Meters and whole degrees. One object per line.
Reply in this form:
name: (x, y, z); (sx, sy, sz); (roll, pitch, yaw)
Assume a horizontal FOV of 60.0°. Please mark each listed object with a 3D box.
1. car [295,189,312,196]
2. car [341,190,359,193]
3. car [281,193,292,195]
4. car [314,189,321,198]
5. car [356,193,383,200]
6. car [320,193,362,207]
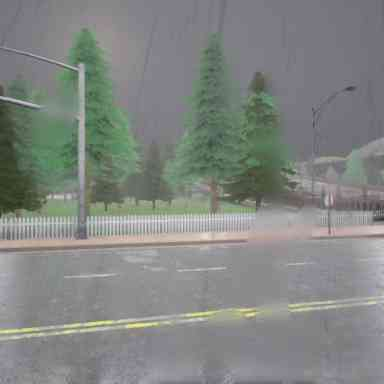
car: (19.148, 0.181, 60.892); (1.882, 1.535, 5.008); (0, 6, -15)
car: (29.609, 0.267, 63.055); (2.128, 1.511, 4.902); (0, 6, -15)
car: (15.830, 0.253, 59.751); (1.812, 1.442, 4.674); (0, 6, -15)
car: (22.468, 0.198, 62.103); (1.812, 1.442, 4.674); (0, 6, -15)
car: (23.244, 1.300, 45.972); (2.128, 1.511, 4.902); (0, 2, -16)
car: (20.012, 1.323, 44.517); (2.128, 1.511, 4.902); (0, 2, -16)
